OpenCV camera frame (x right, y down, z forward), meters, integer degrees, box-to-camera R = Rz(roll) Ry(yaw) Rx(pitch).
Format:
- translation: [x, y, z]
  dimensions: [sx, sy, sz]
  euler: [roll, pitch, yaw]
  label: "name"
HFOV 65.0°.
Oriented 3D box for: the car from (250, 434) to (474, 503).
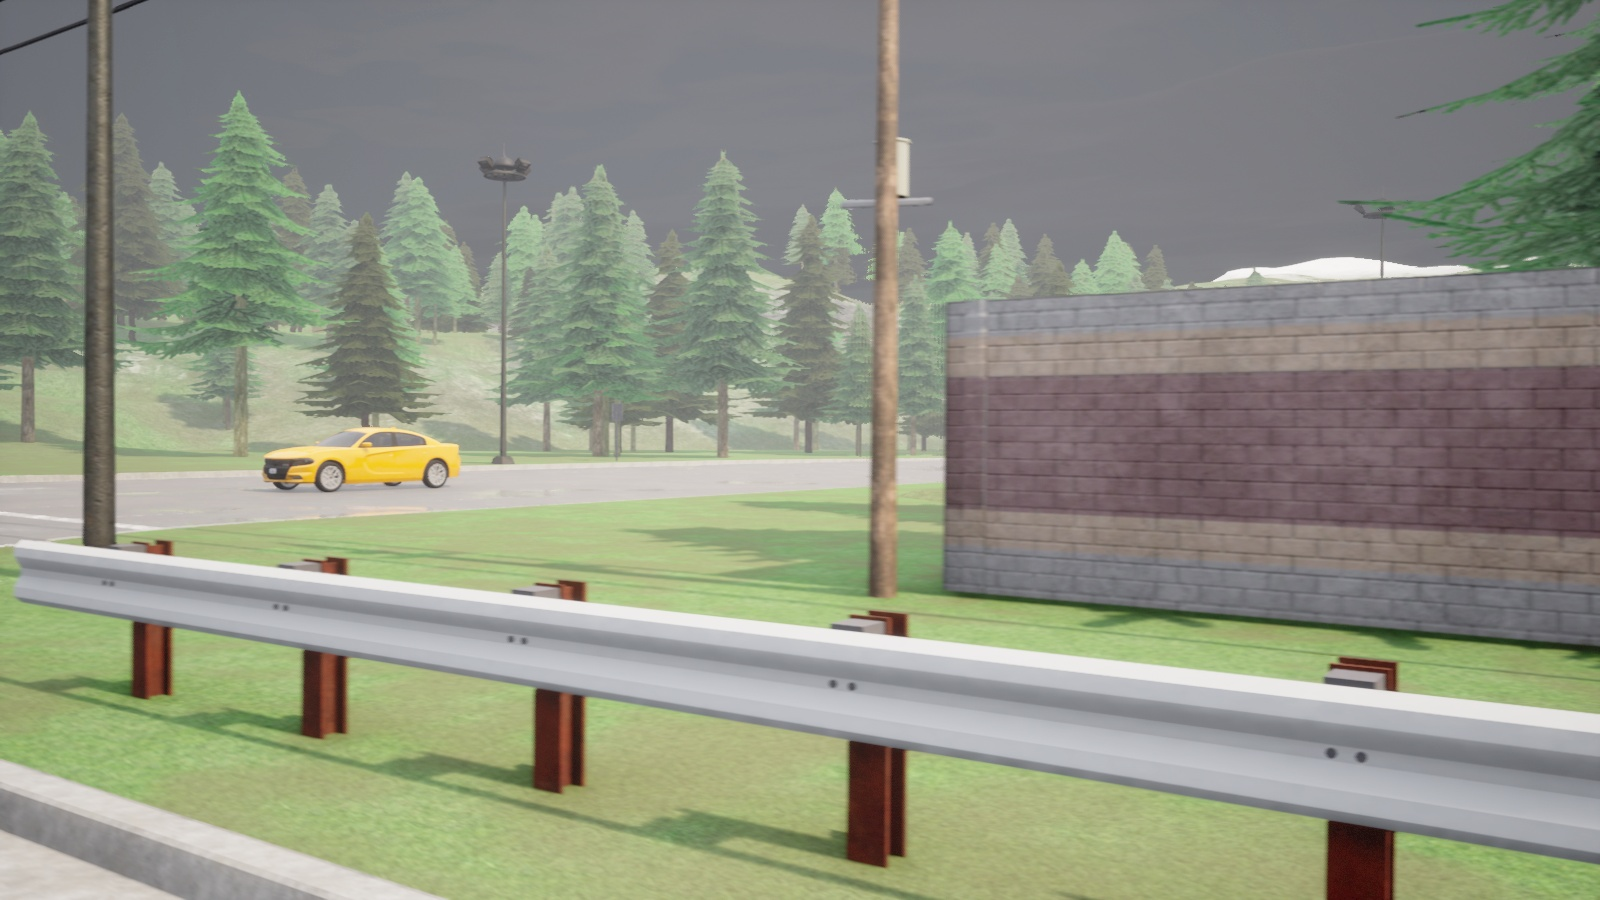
- translation: [-10.581, 0.386, 30.728]
  dimensions: [1.882, 1.535, 5.008]
  euler: [0, 1, 34]
  label: "car"
